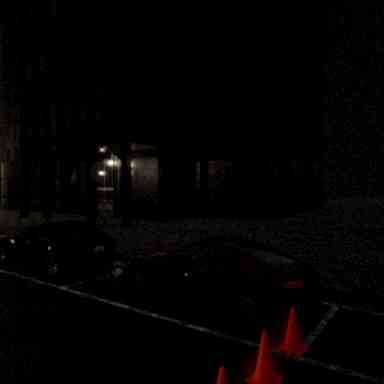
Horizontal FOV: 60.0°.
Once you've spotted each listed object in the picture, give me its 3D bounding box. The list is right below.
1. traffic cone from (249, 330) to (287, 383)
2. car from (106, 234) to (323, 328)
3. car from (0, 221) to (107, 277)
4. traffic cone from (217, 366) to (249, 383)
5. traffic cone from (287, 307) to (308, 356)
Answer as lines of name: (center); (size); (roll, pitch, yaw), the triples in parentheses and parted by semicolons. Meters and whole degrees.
traffic cone: (0.869, 1.950, 3.962); (0.340, 0.580, 0.340); (0, 0, 35)
car: (0.419, 1.569, 6.782); (4.206, 1.307, 1.802); (0, 0, 35)
car: (-4.142, 1.531, 10.034); (4.313, 1.339, 1.947); (0, 0, 35)
traffic cone: (0.288, 1.950, 3.148); (0.340, 0.580, 0.340); (0, 0, 35)
traffic cone: (1.449, 1.950, 4.777); (0.340, 0.580, 0.340); (0, 0, 35)
